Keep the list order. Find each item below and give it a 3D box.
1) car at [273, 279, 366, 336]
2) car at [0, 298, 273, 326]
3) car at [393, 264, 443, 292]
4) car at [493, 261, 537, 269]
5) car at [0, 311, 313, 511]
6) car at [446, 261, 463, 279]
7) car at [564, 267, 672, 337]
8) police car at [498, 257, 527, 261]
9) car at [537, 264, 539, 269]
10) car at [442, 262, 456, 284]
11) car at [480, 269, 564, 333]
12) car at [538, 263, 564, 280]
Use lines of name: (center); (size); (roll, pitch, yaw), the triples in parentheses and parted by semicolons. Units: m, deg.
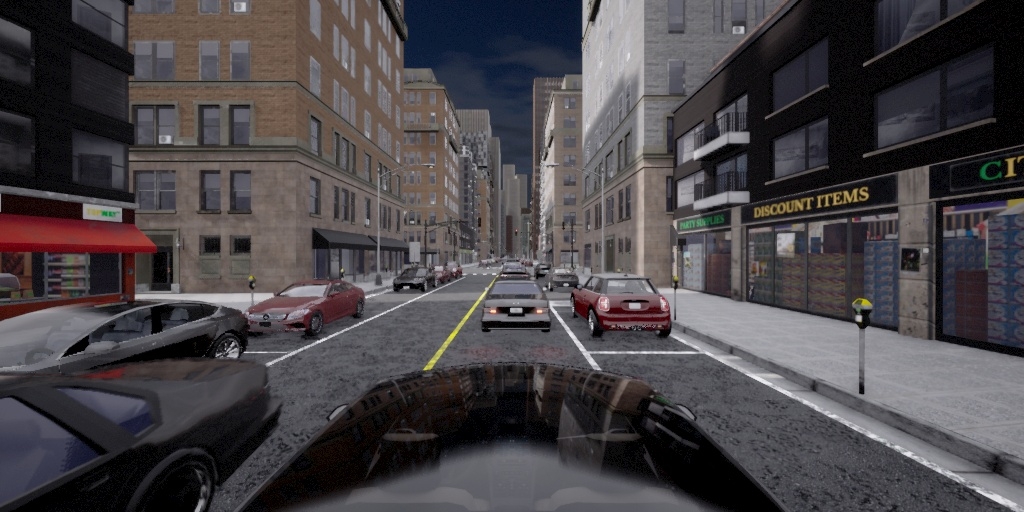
car: (-5.654, 1.332, 10.315); (1.802, 1.307, 4.207); (0, 0, 0)
car: (-5.665, 1.316, 4.813); (1.948, 1.339, 4.313); (0, 0, 0)
car: (-5.631, 1.317, 21.317); (1.948, 1.339, 4.313); (0, 0, 0)
car: (0.136, 1.242, 21.291); (2.128, 1.511, 4.902); (0, 0, 0)
car: (-3.103, 1.298, 1.036); (2.033, 1.411, 5.357); (0, 0, 0)
car: (-5.609, 1.193, 32.320); (1.967, 1.591, 4.097); (0, 0, 0)
car: (2.872, 1.190, 10.297); (1.967, 1.591, 4.097); (0, 0, 0)
police car: (0.057, 1.178, 31.311); (1.930, 1.638, 5.238); (0, 0, 0)
car: (2.917, 1.319, 32.302); (1.948, 1.339, 4.313); (0, 0, 0)
car: (-5.620, 1.334, 26.818); (1.802, 1.307, 4.207); (0, 0, 0)
car: (0.113, 1.297, 10.769); (2.033, 1.411, 5.357); (0, 0, 0)
car: (2.894, 1.301, 21.299); (2.007, 1.370, 4.403); (0, 0, 0)
